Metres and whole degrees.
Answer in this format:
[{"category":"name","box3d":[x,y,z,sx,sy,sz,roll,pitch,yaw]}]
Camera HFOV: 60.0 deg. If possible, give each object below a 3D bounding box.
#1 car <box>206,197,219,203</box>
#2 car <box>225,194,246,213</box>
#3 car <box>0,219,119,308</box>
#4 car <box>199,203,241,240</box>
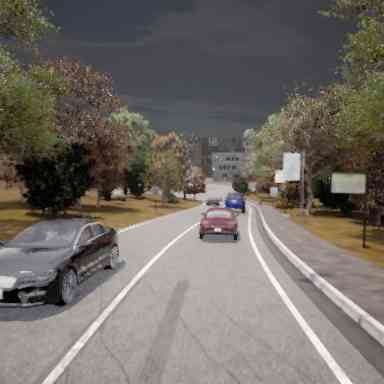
[{"category":"car","box3d":[3.198,1.457,50.596,2.033,1.411,5.357,1,0,8]},{"category":"car","box3d":[4.895,1.200,37.519,2.150,2.045,5.566,1,0,10]},{"category":"car","box3d":[-3.184,1.454,8.047,2.128,1.511,4.902,0,0,4]},{"category":"car","box3d":[1.431,1.514,17.042,1.812,1.442,4.674,1,0,7]}]
